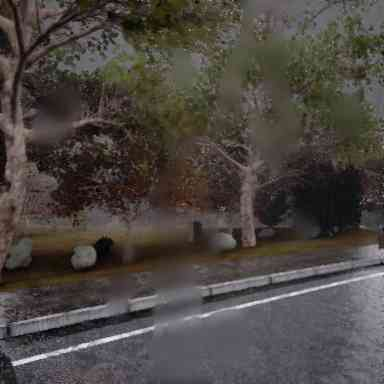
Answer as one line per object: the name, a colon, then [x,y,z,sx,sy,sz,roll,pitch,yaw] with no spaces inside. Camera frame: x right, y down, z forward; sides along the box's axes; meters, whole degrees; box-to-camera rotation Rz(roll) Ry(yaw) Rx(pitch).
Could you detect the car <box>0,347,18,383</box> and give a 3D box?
car: [-3.697,1.530,1.360,5.357,1.411,2.033,0,0,-35]
